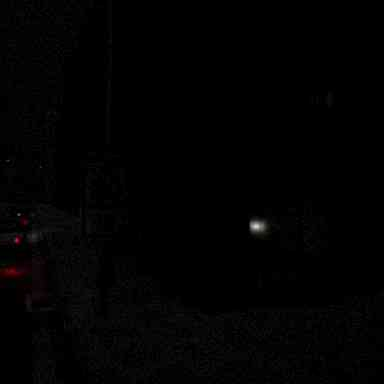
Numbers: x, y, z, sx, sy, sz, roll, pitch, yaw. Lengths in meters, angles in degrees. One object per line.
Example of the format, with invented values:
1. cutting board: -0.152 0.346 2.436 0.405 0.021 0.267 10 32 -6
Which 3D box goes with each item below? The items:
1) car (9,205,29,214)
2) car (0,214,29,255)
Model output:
1. car: -18.938 2.090 36.611 1.895 1.301 4.718 2 -1 -26
2. car: -7.844 1.767 13.639 1.895 1.301 4.718 2 -1 -26
